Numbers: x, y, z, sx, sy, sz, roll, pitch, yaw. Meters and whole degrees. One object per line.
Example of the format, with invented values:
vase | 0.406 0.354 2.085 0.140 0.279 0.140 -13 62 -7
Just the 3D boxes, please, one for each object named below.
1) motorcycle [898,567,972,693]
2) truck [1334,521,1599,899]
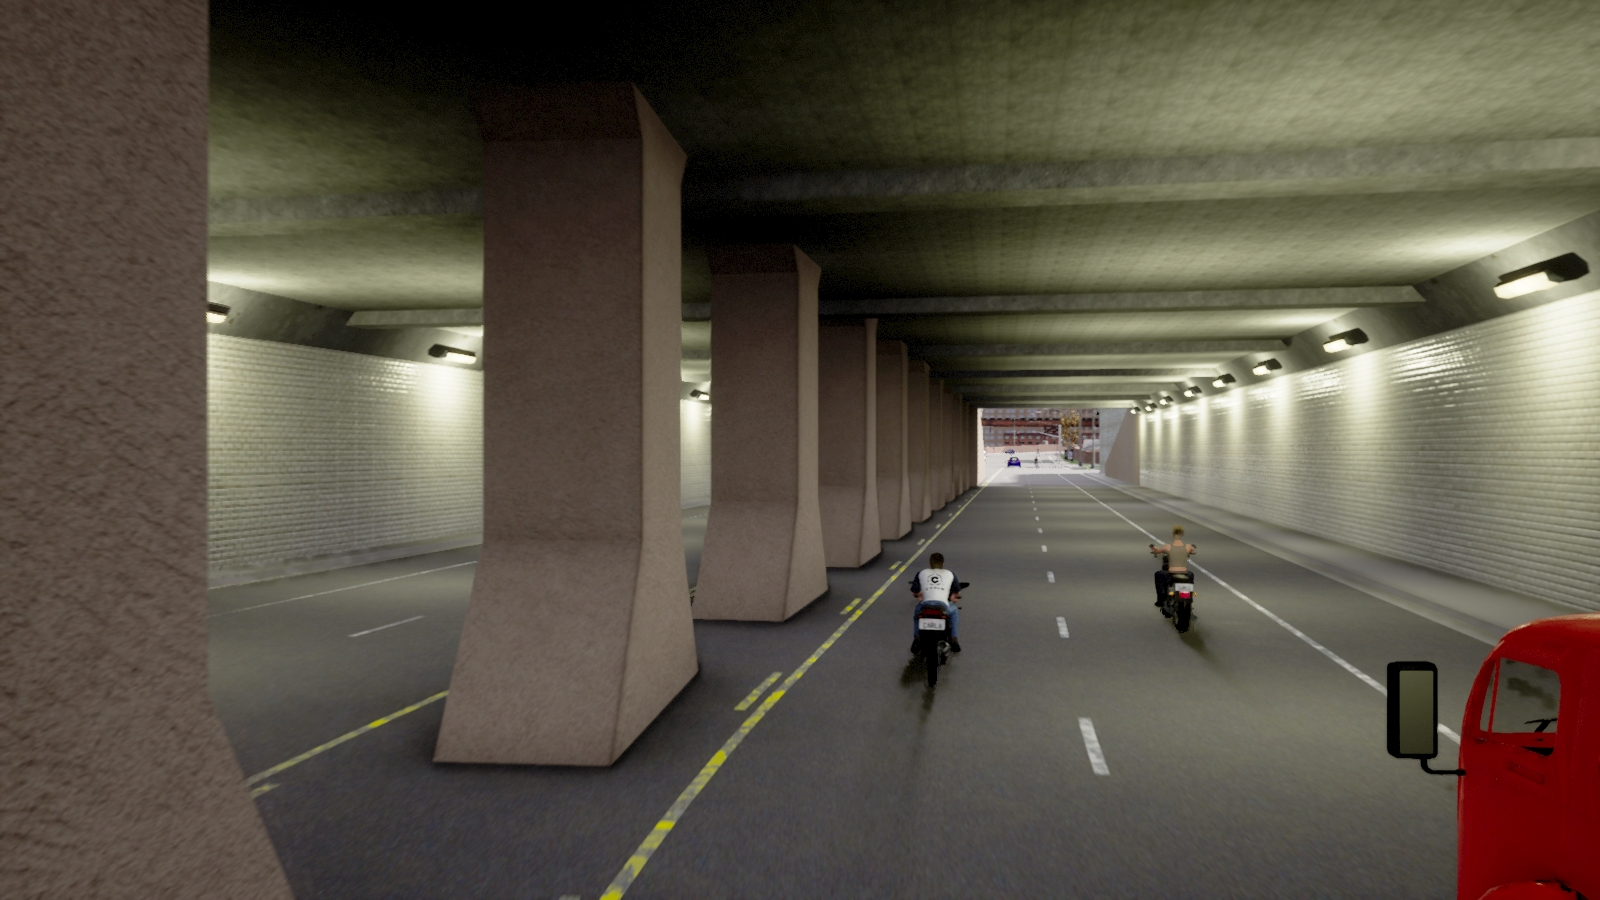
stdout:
motorcycle | 1.706 2.174 14.159 0.803 1.224 2.033 0 0 10
truck | 3.688 1.568 2.736 2.627 2.467 5.204 0 0 3
